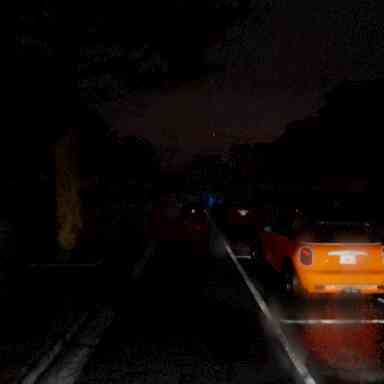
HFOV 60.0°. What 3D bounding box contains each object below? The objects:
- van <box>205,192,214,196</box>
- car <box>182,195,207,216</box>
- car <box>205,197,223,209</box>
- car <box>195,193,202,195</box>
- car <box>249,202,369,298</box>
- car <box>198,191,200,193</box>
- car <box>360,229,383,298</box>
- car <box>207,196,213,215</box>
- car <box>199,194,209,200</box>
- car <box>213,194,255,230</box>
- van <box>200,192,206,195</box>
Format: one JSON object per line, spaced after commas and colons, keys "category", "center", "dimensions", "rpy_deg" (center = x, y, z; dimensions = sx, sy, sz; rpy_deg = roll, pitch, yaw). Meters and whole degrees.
{"category": "van", "center": [2.670, 1.106, 36.263], "dimensions": [1.690, 1.788, 3.998], "rpy_deg": [1, 0, 0]}
{"category": "car", "center": [0.108, 1.310, 30.326], "dimensions": [1.837, 1.490, 4.892], "rpy_deg": [0, 1, 0]}
{"category": "car", "center": [2.670, 1.296, 41.805], "dimensions": [1.947, 1.339, 4.313], "rpy_deg": [1, 0, 0]}
{"category": "car", "center": [0.105, 1.239, 44.399], "dimensions": [1.812, 1.442, 4.674], "rpy_deg": [0, 0, 0]}
{"category": "car", "center": [2.993, 1.297, 8.510], "dimensions": [2.097, 1.767, 4.553], "rpy_deg": [0, 0, 0]}
{"category": "car", "center": [2.686, 1.010, 69.507], "dimensions": [1.967, 1.590, 4.097], "rpy_deg": [1, 0, 0]}
{"category": "car", "center": [2.989, 1.342, 1.510], "dimensions": [2.097, 1.767, 4.553], "rpy_deg": [0, 0, 0]}
{"category": "car", "center": [2.665, 1.346, 30.724], "dimensions": [1.887, 1.381, 4.507], "rpy_deg": [1, 0, 0]}
{"category": "car", "center": [2.688, 1.086, 75.048], "dimensions": [1.887, 1.381, 4.507], "rpy_deg": [1, 0, 0]}
{"category": "car", "center": [2.661, 1.188, 19.641], "dimensions": [2.192, 1.841, 5.009], "rpy_deg": [1, 0, 0]}
{"category": "van", "center": [2.682, 0.971, 58.425], "dimensions": [1.690, 1.788, 3.998], "rpy_deg": [1, 0, 0]}
